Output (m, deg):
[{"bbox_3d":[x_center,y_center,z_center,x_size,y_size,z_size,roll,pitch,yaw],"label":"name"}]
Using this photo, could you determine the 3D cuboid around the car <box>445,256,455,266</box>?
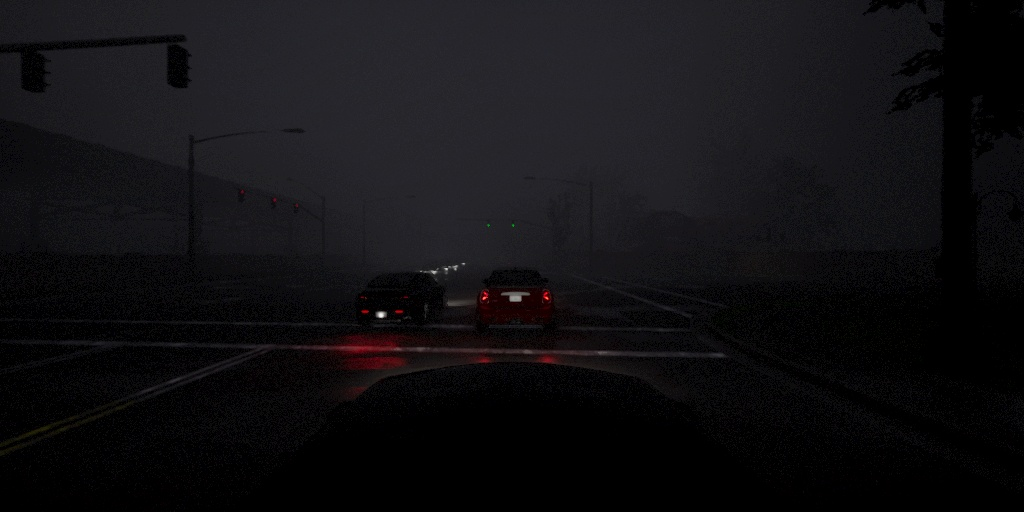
[{"bbox_3d":[-10.554,1.022,56.009,1.812,1.442,4.674,0,1,0],"label":"car"}]

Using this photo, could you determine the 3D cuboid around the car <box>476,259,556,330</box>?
[{"bbox_3d":[0.095,1.096,11.202,2.097,1.767,4.553,0,0,0],"label":"car"}]

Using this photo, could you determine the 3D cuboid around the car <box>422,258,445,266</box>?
[{"bbox_3d":[-10.580,1.128,47.289,1.812,1.442,4.674,0,1,0],"label":"car"}]

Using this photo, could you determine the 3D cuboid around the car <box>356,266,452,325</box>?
[{"bbox_3d":[-3.404,1.251,11.754,1.837,1.490,4.892,0,0,0],"label":"car"}]
